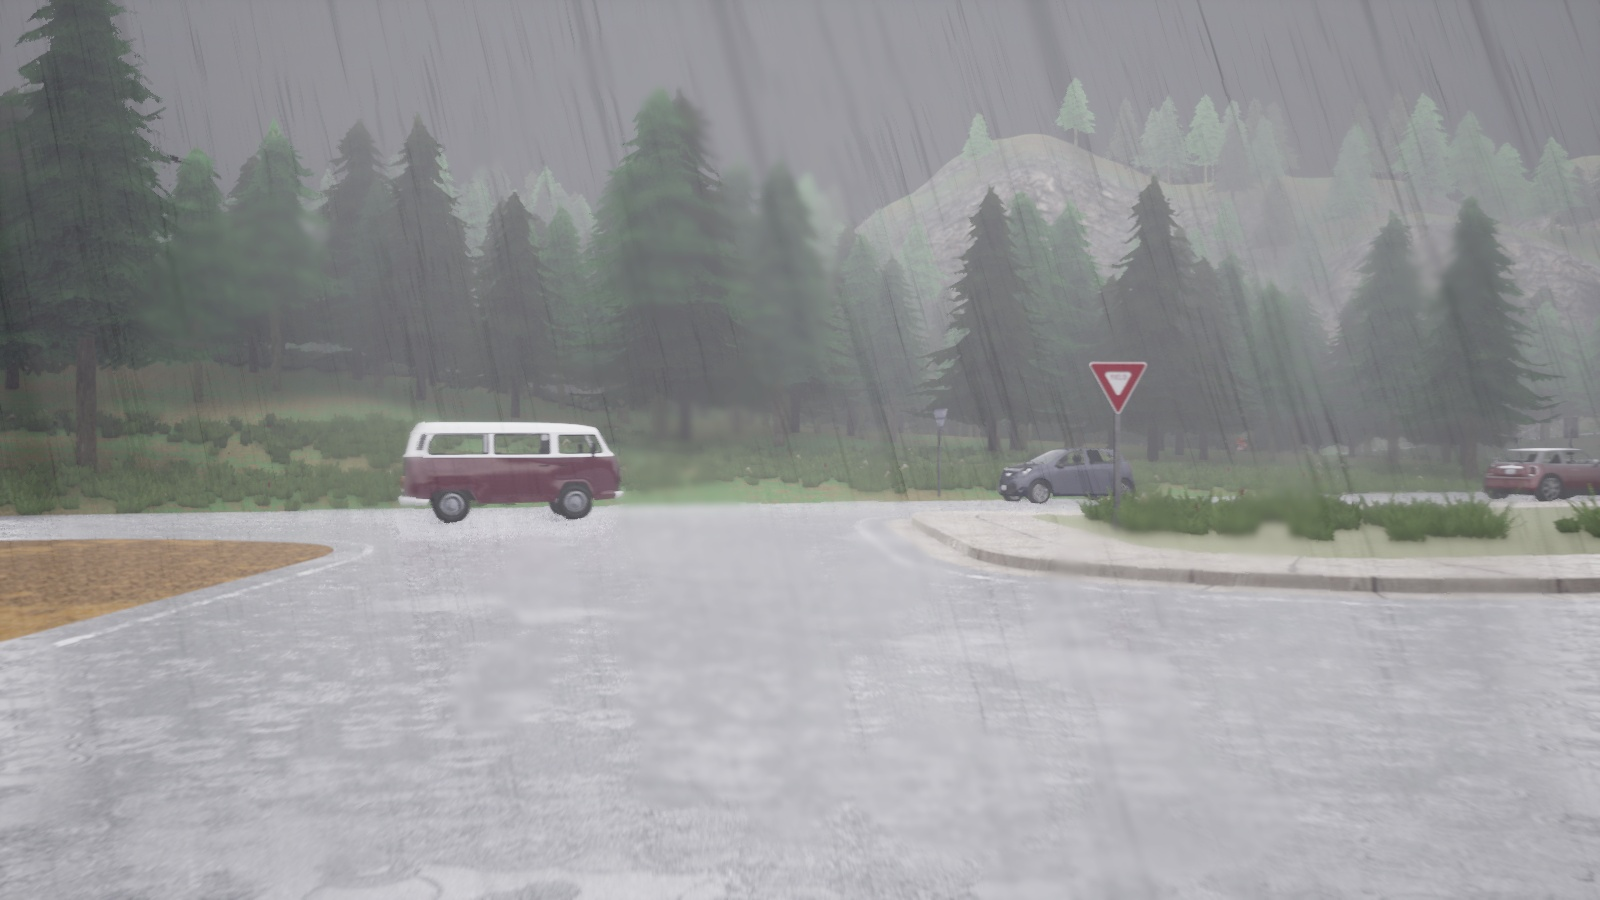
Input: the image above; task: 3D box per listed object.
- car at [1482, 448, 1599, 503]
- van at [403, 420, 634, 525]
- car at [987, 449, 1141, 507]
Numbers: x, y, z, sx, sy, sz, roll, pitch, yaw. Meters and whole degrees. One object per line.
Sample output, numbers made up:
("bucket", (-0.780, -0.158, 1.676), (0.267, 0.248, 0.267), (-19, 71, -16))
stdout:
("car", (21.300, 0.678, 34.963), (3.806, 1.475, 1.970), (0, 0, -18))
("van", (-5.865, 0.422, 26.053), (4.480, 2.038, 2.069), (-1, 0, -18))
("car", (7.129, 0.722, 33.998), (3.633, 1.501, 1.845), (0, 0, -18))
